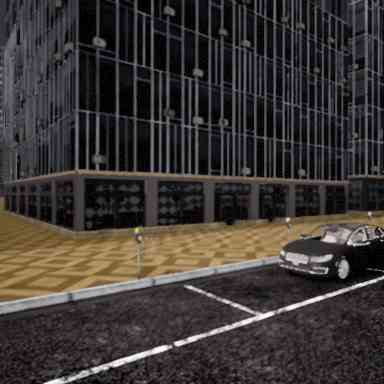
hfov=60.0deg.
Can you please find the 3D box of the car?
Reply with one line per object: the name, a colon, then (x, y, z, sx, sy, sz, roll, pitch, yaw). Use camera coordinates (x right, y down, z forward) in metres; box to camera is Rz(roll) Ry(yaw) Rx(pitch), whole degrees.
car: (4.434, 1.601, 9.865, 4.403, 1.369, 2.008, 0, 0, -36)
